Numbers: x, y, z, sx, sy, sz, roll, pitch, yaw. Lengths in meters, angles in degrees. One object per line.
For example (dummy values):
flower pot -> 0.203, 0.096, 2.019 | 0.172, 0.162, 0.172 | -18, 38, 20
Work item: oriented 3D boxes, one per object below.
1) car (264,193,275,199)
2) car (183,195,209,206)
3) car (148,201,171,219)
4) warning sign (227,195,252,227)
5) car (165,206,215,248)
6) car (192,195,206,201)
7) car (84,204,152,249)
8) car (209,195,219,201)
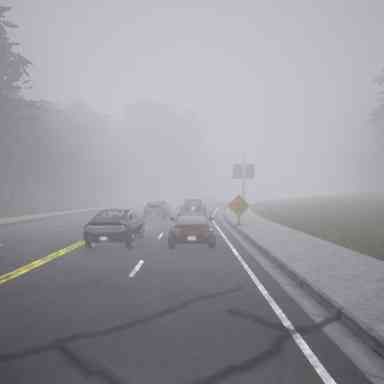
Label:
car -> 21.576, 1.099, 92.750 | 1.837, 1.490, 4.892 | -1, 0, 33
car -> 0.218, 1.378, 29.345 | 2.097, 1.767, 4.553 | 0, 0, 3
car -> -3.025, 1.511, 29.561 | 2.128, 1.511, 4.902 | 0, 0, 3
warning sign -> 2.829, 1.129, 20.058 | 1.300, 1.860, 1.060 | -1, -1, 0
car -> 0.000, 1.543, 14.653 | 1.812, 1.442, 4.674 | 0, 0, 0
car -> 1.735, 1.414, 78.318 | 1.812, 1.442, 4.674 | -1, 0, 22
car -> -3.250, 1.505, 14.655 | 2.128, 1.511, 4.902 | 0, 0, 0
car -> 4.692, 1.345, 76.971 | 1.882, 1.535, 5.008 | -1, 0, 22
